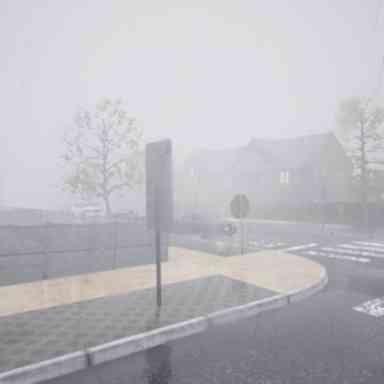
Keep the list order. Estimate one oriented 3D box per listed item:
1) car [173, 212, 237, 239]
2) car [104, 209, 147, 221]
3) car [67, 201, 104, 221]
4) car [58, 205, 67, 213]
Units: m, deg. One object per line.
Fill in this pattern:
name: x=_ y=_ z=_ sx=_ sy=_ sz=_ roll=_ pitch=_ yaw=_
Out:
car: x=0.652 y=1.832 z=19.176 sx=1.994 sy=1.385 sz=4.181 roll=-2 pitch=0 yaw=-36
car: x=-5.181 y=2.106 z=27.318 sx=1.895 sy=1.301 sz=4.718 roll=-2 pitch=0 yaw=-36
car: x=-11.286 y=1.974 z=35.835 sx=2.150 sy=2.045 sz=5.566 roll=-2 pitch=0 yaw=-36
car: x=-19.628 y=2.673 z=52.357 sx=2.033 sy=1.411 sz=5.357 roll=-2 pitch=0 yaw=-36
